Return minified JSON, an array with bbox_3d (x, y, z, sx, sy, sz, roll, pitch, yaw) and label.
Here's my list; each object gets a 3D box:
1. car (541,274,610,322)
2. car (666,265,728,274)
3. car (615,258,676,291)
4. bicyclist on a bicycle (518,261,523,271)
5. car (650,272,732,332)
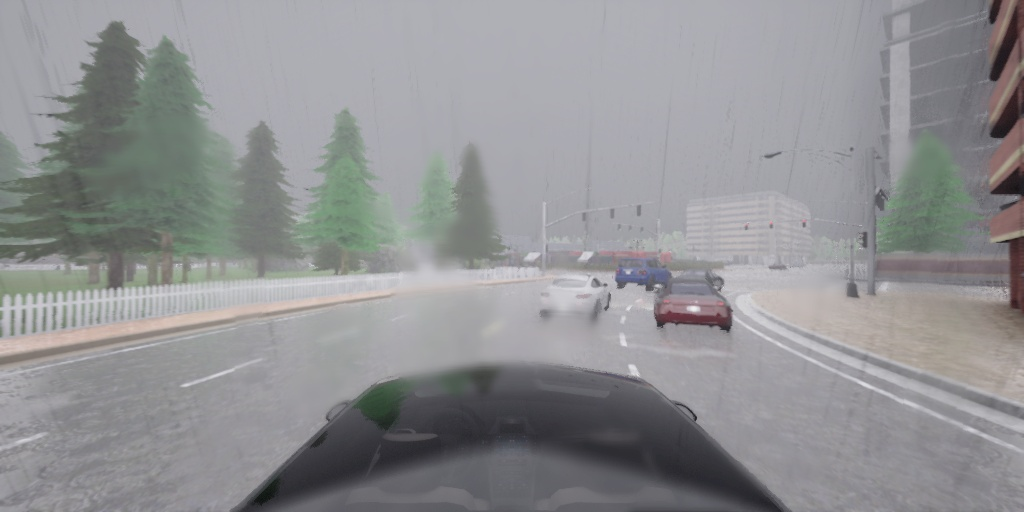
[{"bbox_3d":[2.370,1.366,12.842,1.812,1.442,4.674,0,0,21],"label":"car"},{"bbox_3d":[11.382,1.479,21.749,2.033,1.411,5.357,0,-1,40],"label":"car"},{"bbox_3d":[8.940,1.162,24.249,2.150,2.045,5.566,0,-1,41],"label":"car"},{"bbox_3d":[1.423,1.700,58.593,0.582,1.620,1.656,2,-1,-3],"label":"bicyclist on a bicycle"},{"bbox_3d":[5.588,1.402,11.483,1.994,1.385,4.181,0,-1,21],"label":"car"}]
